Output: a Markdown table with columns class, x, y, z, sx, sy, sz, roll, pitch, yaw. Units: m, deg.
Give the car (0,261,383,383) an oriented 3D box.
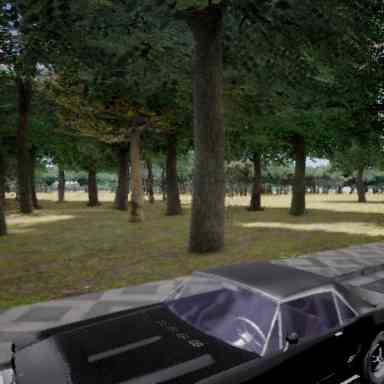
| class | x | y | z | sx | sy | sz | roll | pitch | yaw |
| --- | --- | --- | --- | --- | --- | --- | --- | --- | --- |
| car | 0.530 | 1.599 | 3.758 | 4.718 | 1.301 | 1.895 | 0 | 0 | -36 |
